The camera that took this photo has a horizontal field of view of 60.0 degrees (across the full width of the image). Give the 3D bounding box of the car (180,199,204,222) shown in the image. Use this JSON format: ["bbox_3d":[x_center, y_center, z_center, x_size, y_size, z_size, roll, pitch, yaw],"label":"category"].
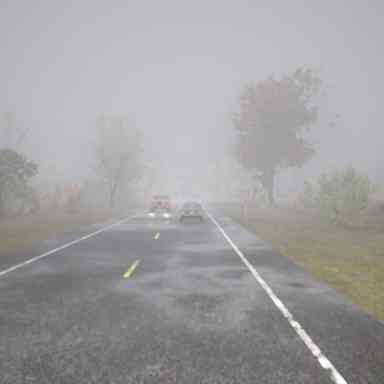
[{"bbox_3d":[0.000,1.540,26.573,2.033,1.411,5.357,0,0,0],"label":"car"}]

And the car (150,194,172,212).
[{"bbox_3d":[-3.560,1.232,38.703,2.150,2.045,5.566,0,0,0],"label":"car"}]
